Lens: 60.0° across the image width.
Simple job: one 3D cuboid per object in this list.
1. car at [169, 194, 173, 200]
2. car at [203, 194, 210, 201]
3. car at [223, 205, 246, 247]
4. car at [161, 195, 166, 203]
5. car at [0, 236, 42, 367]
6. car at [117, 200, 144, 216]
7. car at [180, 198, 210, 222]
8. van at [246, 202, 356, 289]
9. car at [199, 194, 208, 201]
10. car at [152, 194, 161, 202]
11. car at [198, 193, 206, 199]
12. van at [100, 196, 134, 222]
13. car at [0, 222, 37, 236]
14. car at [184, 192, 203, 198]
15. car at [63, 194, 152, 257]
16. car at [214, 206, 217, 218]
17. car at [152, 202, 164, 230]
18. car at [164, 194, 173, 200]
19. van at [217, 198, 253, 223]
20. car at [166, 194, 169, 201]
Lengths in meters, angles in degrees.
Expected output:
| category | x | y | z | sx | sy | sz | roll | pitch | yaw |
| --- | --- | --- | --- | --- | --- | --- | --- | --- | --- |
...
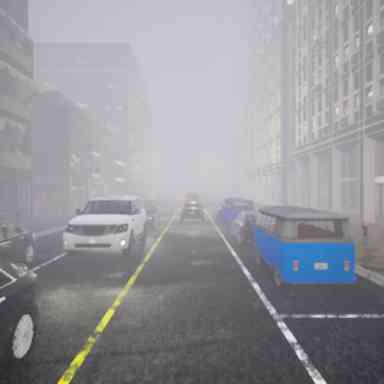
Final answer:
| category | x | y | z | sx | sy | sz | roll | pitch | yaw |
| --- | --- | --- | --- | --- | --- | --- | --- | --- | --- |
| car | -5.711 | 1.245 | 70.744 | 1.752 | 1.417 | 4.829 | 0 | 0 | 0 |
| car | 2.670 | 1.319 | 65.268 | 1.802 | 1.307 | 4.206 | 0 | 0 | 0 |
| car | 2.687 | 1.487 | 14.431 | 2.008 | 1.369 | 4.403 | 0 | 0 | 0 |
| car | -5.706 | 1.346 | 53.968 | 1.947 | 1.339 | 4.313 | 0 | 0 | 0 |
| car | -3.099 | 1.493 | 2.959 | 1.837 | 1.490 | 4.892 | 0 | 0 | 0 |
| car | -5.699 | 1.449 | 31.374 | 1.802 | 1.307 | 4.206 | 0 | 0 | 0 |
| car | 0.057 | 1.439 | 25.287 | 2.033 | 1.411 | 5.357 | 0 | 0 | 0 |
| van | 2.689 | 1.301 | 8.781 | 1.690 | 1.788 | 3.998 | 0 | 0 | 0 |
| car | 2.667 | 1.265 | 76.564 | 1.947 | 1.339 | 4.313 | 0 | 0 | 0 |
| car | -5.702 | 1.138 | 42.670 | 2.192 | 1.841 | 5.009 | 0 | 0 | 0 |
| car | 2.663 | 1.103 | 87.861 | 1.967 | 1.590 | 4.097 | 0 | 0 | 0 |
| van | -5.697 | 1.231 | 25.724 | 1.690 | 1.788 | 3.998 | 0 | 0 | 0 |
| car | -5.692 | 1.513 | 8.780 | 2.008 | 1.369 | 4.403 | 0 | 0 | 0 |
| car | 0.065 | 1.036 | 44.805 | 2.150 | 2.045 | 5.566 | 0 | 0 | 1 |
| car | -3.097 | 1.165 | 13.093 | 2.150 | 2.045 | 5.566 | 0 | 0 | 0 |
| car | 2.683 | 1.455 | 25.728 | 1.947 | 1.339 | 4.313 | 0 | 0 | 0 |
| car | -3.006 | 1.513 | 20.328 | 1.895 | 1.301 | 4.718 | 0 | 0 | 0 |
| car | -5.715 | 1.227 | 82.211 | 1.887 | 1.381 | 4.507 | 0 | 0 | 0 |
| van | 2.686 | 1.253 | 20.078 | 1.690 | 1.788 | 3.998 | 0 | 0 | 0 |
| car | -5.707 | 1.310 | 59.616 | 2.008 | 1.369 | 4.403 | 0 | 0 | 0 |
